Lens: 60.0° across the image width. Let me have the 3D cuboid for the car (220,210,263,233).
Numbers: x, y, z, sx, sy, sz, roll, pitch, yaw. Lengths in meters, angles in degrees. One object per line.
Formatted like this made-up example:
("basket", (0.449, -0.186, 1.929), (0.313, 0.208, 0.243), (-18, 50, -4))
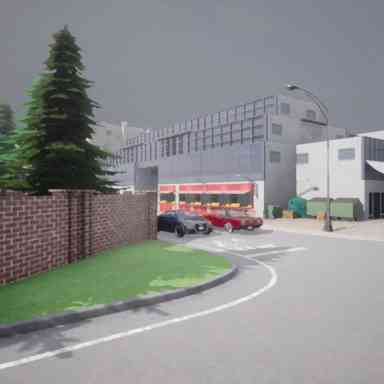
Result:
("car", (2.201, 1.777, 21.048), (1.895, 1.301, 4.718), (0, 0, -32))

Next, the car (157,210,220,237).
("car", (-0.640, 1.740, 19.304), (1.994, 1.385, 4.181), (0, 0, -35))
